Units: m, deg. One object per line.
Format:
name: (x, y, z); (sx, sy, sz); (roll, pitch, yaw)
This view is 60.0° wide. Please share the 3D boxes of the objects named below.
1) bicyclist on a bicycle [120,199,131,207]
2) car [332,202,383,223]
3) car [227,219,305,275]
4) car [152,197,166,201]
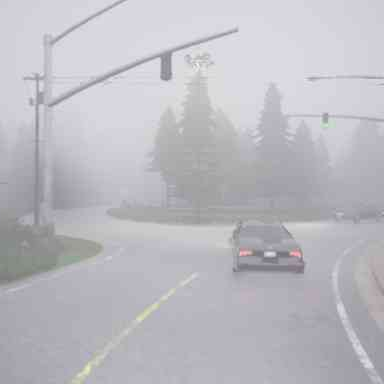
bicyclist on a bicycle: (-6.224, 1.489, 30.949); (1.656, 1.620, 0.582); (0, 0, -24)
car: (13.145, 1.585, 26.245); (4.902, 1.511, 2.128); (0, 0, -31)
car: (2.155, 1.574, 10.605); (2.033, 1.411, 5.357); (0, 0, 6)
car: (-5.766, 1.635, 58.615); (1.994, 1.385, 4.181); (0, 0, 23)
